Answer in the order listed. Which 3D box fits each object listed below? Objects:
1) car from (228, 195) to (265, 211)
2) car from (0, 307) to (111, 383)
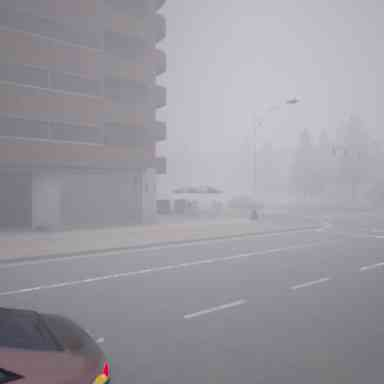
[{"bbox_3d":[6.355,1.202,39.149,2.097,1.767,4.553,0,0,-37],"label":"car"},{"bbox_3d":[-2.628,1.569,2.090,4.181,1.385,1.994,0,0,-36],"label":"car"}]
